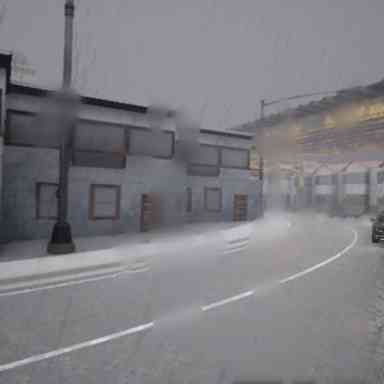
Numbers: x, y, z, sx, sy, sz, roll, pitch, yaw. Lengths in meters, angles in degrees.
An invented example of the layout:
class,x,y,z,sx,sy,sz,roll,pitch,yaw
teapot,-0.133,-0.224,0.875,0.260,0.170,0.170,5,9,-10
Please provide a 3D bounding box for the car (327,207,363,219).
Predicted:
class,x,y,z,sx,sy,sz,roll,pitch,yaw
car,18.472,2.510,40.382,2.033,1.411,5.357,2,-2,-4

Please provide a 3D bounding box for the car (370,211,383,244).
class,x,y,z,sx,sy,sz,roll,pitch,yaw
car,10.018,1.720,16.451,1.837,1.490,4.892,1,-1,29
